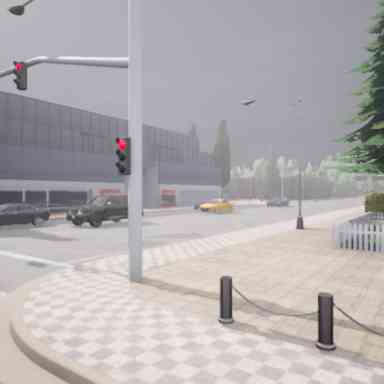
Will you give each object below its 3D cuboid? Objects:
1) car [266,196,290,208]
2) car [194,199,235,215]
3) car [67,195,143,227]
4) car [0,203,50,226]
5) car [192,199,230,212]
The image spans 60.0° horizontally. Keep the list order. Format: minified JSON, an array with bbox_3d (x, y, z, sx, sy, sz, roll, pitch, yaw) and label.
[{"bbox_3d":[12.641,1.411,48.792,2.097,1.767,4.553,0,0,36],"label":"car"},{"bbox_3d":[2.670,1.485,35.042,1.882,1.535,5.008,0,1,36],"label":"car"},{"bbox_3d":[-5.850,1.229,23.163,2.150,2.045,5.566,0,0,36],"label":"car"},{"bbox_3d":[-11.608,1.511,21.170,1.837,1.490,4.892,0,1,36],"label":"car"},{"bbox_3d":[2.380,1.556,40.636,2.033,1.411,5.357,0,0,36],"label":"car"}]
